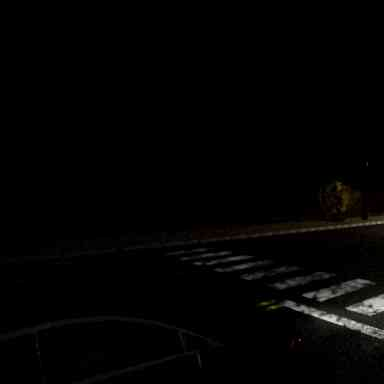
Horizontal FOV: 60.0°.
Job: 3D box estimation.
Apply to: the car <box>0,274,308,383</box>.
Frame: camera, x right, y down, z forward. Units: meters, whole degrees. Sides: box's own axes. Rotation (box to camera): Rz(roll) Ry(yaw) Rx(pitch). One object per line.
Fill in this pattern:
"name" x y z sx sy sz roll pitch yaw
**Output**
"car" -1.046 1.497 2.730 4.902 1.511 2.128 1 0 -36
